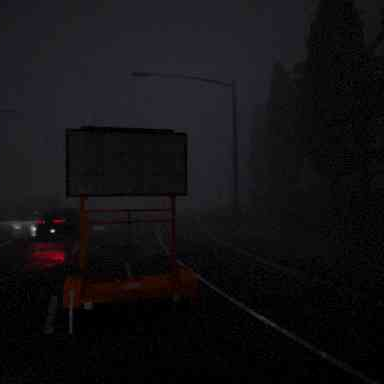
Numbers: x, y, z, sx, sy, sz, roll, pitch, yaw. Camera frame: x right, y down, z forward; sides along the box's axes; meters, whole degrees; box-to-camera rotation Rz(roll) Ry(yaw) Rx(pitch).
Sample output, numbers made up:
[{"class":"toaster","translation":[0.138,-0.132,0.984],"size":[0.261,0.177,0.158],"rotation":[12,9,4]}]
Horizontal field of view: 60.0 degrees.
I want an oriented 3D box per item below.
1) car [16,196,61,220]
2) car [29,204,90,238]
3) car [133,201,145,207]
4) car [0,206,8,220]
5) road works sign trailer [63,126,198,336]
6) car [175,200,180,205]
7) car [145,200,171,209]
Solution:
[{"class":"car","translation":[-14.515,1.469,31.926],"size":[2.150,2.045,5.566],"rotation":[-1,0,2]},{"class":"car","translation":[-6.890,1.599,18.225],"size":[1.837,1.490,4.892],"rotation":[-2,0,-6]},{"class":"car","translation":[-10.223,2.432,68.591],"size":[1.895,1.301,4.718],"rotation":[-1,-2,20]},{"class":"car","translation":[-18.062,1.767,28.839],"size":[1.882,1.535,5.008],"rotation":[-1,0,1]},{"class":"road works sign trailer","translation":[-1.309,0.487,6.895],"size":[2.380,3.560,2.880],"rotation":[0,0,-14]},{"class":"car","translation":[-4.274,2.401,73.563],"size":[1.812,1.442,4.674],"rotation":[-2,-3,25]},{"class":"car","translation":[-4.920,1.823,50.267],"size":[1.895,1.301,4.718],"rotation":[-1,-1,14]}]
